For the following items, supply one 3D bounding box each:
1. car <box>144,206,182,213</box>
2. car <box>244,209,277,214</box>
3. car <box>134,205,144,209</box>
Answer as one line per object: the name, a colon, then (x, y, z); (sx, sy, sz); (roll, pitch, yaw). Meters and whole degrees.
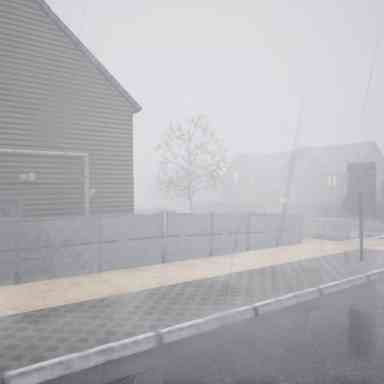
car: (-3.050, 2.333, 36.615); (1.895, 1.301, 4.718); (-1, -1, -35)
car: (5.267, 1.955, 24.915); (1.994, 1.385, 4.181); (-1, -1, -36)
car: (-7.888, 2.584, 48.405); (1.895, 1.301, 4.718); (-1, -1, -35)
